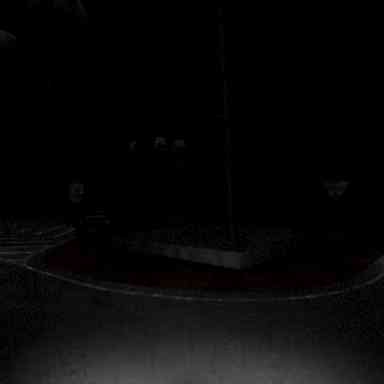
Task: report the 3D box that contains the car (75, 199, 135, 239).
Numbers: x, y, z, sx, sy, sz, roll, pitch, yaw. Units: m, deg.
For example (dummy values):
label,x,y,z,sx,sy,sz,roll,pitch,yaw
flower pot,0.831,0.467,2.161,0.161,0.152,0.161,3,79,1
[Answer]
label,x,y,z,sx,sy,sz,roll,pitch,yaw
car,-4.261,1.302,17.059,1.905,1.878,3.866,-1,0,9
